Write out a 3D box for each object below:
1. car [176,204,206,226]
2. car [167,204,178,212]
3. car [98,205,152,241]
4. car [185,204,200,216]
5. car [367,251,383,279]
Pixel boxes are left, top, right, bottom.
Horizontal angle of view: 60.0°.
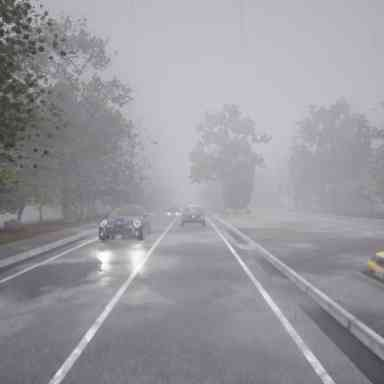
[{"bbox_3d":[0.101,1.865,25.981,2.033,1.411,5.357,0,-1,0],"label":"car"},{"bbox_3d":[-3.289,2.868,59.108,1.895,1.301,4.718,0,3,1],"label":"car"},{"bbox_3d":[-3.349,1.504,17.430,2.097,1.767,4.553,0,-1,0],"label":"car"},{"bbox_3d":[0.102,2.345,42.993,1.812,1.442,4.674,0,-2,0],"label":"car"},{"bbox_3d":[6.900,1.490,7.500,5.366,1.575,1.946,0,0,0],"label":"car"}]
